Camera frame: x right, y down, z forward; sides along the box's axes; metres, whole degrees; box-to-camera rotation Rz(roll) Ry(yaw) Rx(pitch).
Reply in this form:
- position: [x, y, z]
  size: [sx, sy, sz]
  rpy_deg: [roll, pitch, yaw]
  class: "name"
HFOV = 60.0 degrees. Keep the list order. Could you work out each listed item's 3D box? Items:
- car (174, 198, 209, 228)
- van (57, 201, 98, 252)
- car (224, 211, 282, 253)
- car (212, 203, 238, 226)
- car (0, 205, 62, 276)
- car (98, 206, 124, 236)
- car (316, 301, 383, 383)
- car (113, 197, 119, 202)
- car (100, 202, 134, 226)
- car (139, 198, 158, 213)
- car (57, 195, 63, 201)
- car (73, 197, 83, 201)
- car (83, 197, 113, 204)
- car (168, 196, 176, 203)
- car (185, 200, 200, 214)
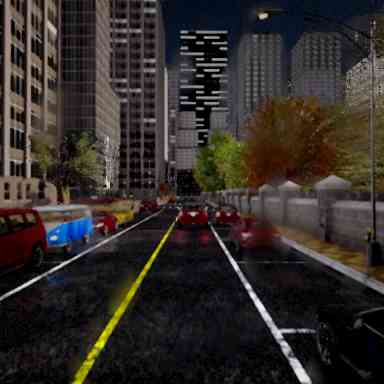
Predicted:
- position: [0.069, 1.534, 23.950]
  size: [2.097, 1.767, 4.553]
  rpy_deg: [0, 0, 0]
  class: "car"
- position: [-5.478, 1.449, 13.996]
  size: [1.690, 1.788, 3.998]
  rpy_deg: [0, 0, 0]
  class: "van"
- position: [2.547, 1.689, 13.914]
  size: [1.802, 1.307, 4.206]
  rpy_deg: [0, 0, 0]
  class: "car"
- position: [2.532, 1.630, 25.014]
  size: [1.967, 1.590, 4.097]
  rpy_deg: [0, 0, 0]
  class: "car"
- position: [-5.471, 1.381, 8.456]
  size: [2.192, 1.841, 5.009]
  rpy_deg: [0, 0, 0]
  class: "car"
- position: [-5.486, 1.731, 19.535]
  size: [1.802, 1.307, 4.206]
  rpy_deg: [0, 0, 0]
  class: "car"
- position: [2.562, 1.589, 2.815]
  size: [1.947, 1.339, 4.313]
  rpy_deg: [0, 0, 0]
  class: "car"
- position: [-17.710, 1.775, 70.908]
  size: [4.097, 1.590, 1.967]
  rpy_deg: [1, -1, 1]
  class: "car"
- position: [-5.493, 1.715, 24.906]
  size: [1.752, 1.417, 4.829]
  rpy_deg: [0, 0, 0]
  class: "car"
- position: [-5.370, 1.629, 41.700]
  size: [2.192, 1.841, 5.009]
  rpy_deg: [0, 0, 0]
  class: "car"
- position: [-28.760, 1.519, 71.120]
  size: [5.009, 1.841, 2.192]
  rpy_deg: [1, -1, 1]
  class: "car"
- position: [-23.236, 1.709, 71.013]
  size: [4.097, 1.590, 1.967]
  rpy_deg: [1, -1, 1]
  class: "car"
- position: [-17.845, 1.858, 63.027]
  size: [4.206, 1.307, 1.802]
  rpy_deg: [1, -1, 1]
  class: "car"
- position: [-5.436, 1.982, 90.753]
  size: [2.192, 1.841, 5.009]
  rpy_deg: [0, 0, 0]
  class: "car"
- position: [0.045, 1.818, 41.575]
  size: [1.837, 1.490, 4.892]
  rpy_deg: [0, -1, 0]
  class: "car"
